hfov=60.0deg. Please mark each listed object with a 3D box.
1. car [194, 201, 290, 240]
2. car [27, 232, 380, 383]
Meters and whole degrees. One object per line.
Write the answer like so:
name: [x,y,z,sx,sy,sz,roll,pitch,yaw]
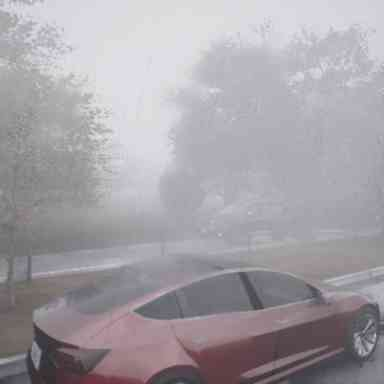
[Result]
car: [2.753,1.517,17.311,5.566,2.045,2.150,1,0,-37]
car: [0.491,1.574,4.418,4.792,1.488,2.163,0,-1,-33]
